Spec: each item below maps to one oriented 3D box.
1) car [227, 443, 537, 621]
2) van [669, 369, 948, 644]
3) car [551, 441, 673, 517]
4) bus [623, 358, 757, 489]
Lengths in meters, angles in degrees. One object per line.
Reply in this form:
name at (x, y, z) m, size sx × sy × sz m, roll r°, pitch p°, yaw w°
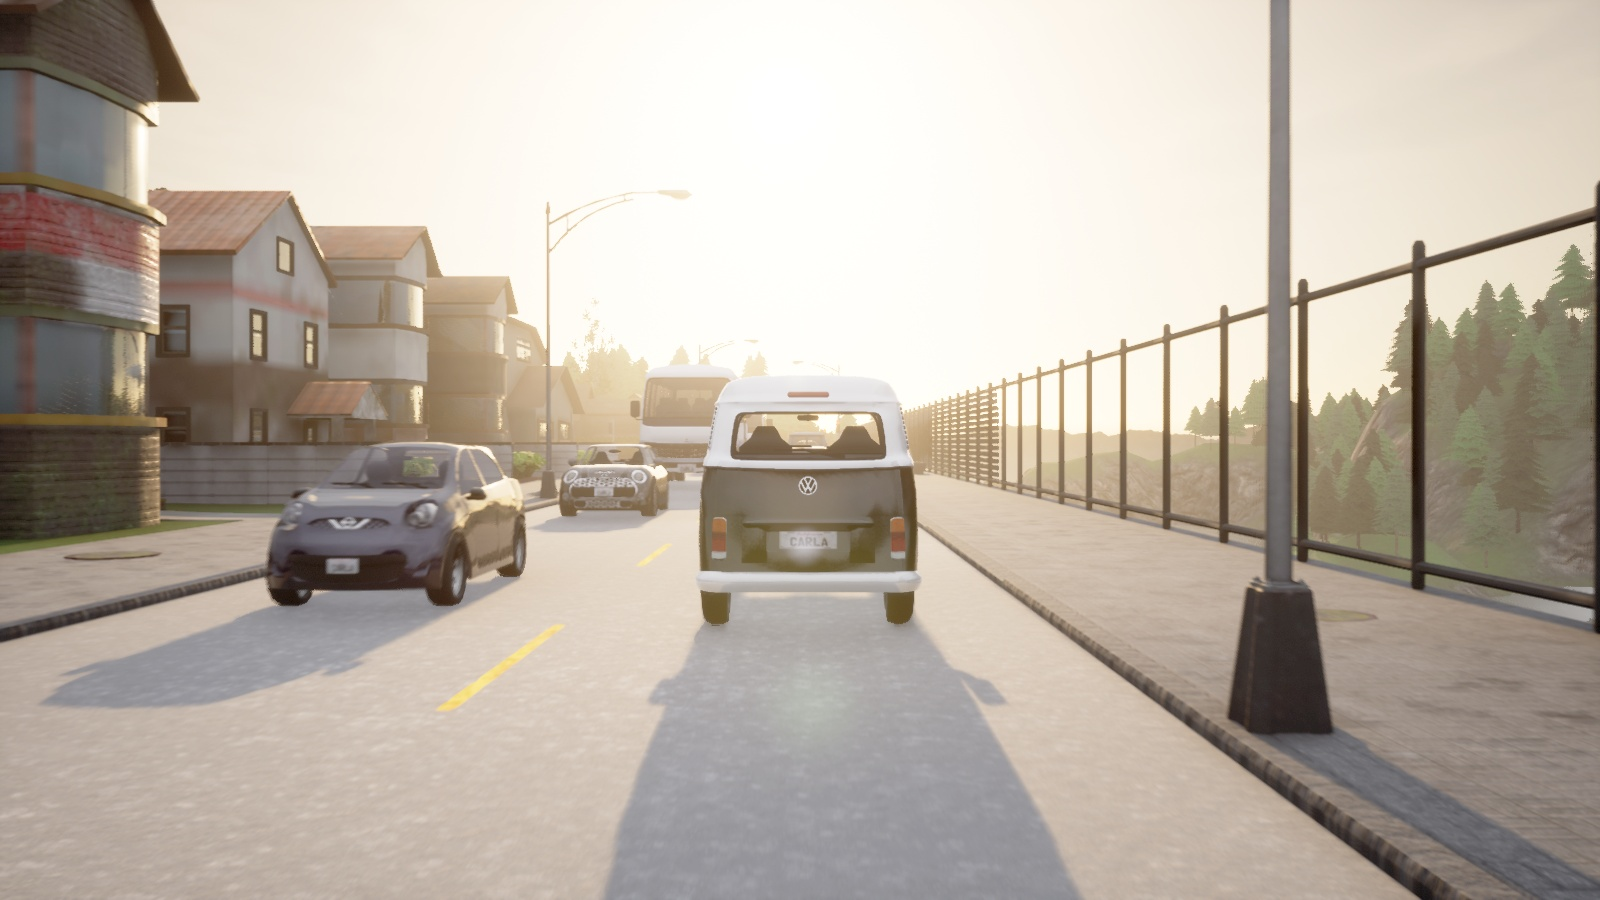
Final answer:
car at (-3.919, 0.687, 12.443) m, size 1.845 × 1.501 × 3.633 m, roll 0°, pitch 0°, yaw 0°
van at (0.076, 0.405, 11.567) m, size 2.069 × 2.038 × 4.480 m, roll 0°, pitch 0°, yaw 0°
car at (-3.848, 0.561, 26.273) m, size 1.970 × 1.475 × 3.806 m, roll 0°, pitch 0°, yaw 0°
bus at (-3.744, -0.891, 45.832) m, size 3.944 × 4.253 × 10.273 m, roll 0°, pitch 0°, yaw 0°
